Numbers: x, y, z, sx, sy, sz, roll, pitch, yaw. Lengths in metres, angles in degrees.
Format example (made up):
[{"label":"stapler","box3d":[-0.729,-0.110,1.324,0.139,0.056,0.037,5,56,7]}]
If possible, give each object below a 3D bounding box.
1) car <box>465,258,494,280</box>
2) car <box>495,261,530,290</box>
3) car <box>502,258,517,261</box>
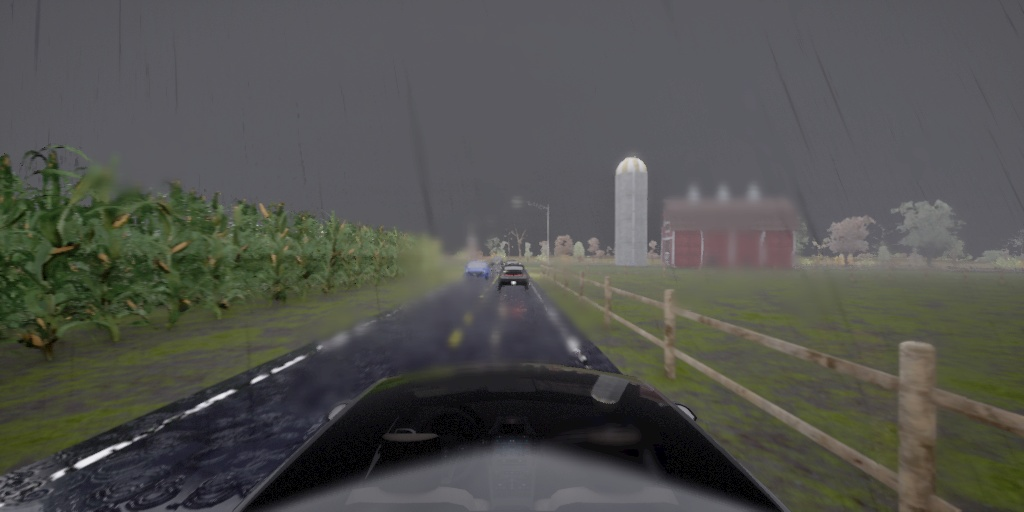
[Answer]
[{"label":"car","box3d":[-2.876,1.221,30.816,1.882,1.535,5.008,0,0,0]},{"label":"car","box3d":[0.088,1.249,22.469,1.837,1.490,4.892,0,0,0]},{"label":"car","box3d":[0.035,1.252,43.816,1.837,1.490,4.892,0,0,0]}]
